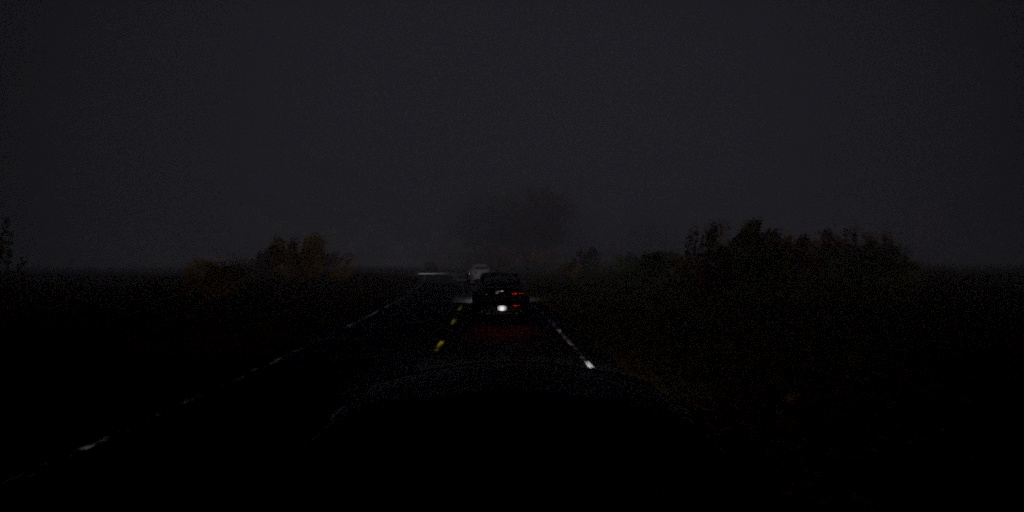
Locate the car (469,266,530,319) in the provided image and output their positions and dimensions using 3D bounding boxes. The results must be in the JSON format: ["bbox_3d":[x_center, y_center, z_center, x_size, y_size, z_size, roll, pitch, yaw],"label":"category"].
[{"bbox_3d":[-0.476,1.300,13.103,1.837,1.490,4.892,0,0,-4],"label":"car"}]

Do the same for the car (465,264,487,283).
[{"bbox_3d":[-2.623,1.386,29.009,1.812,1.442,4.674,0,0,-11],"label":"car"}]

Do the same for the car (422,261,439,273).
[{"bbox_3d":[-11.152,1.469,48.946,1.837,1.490,4.892,0,0,-19],"label":"car"}]
